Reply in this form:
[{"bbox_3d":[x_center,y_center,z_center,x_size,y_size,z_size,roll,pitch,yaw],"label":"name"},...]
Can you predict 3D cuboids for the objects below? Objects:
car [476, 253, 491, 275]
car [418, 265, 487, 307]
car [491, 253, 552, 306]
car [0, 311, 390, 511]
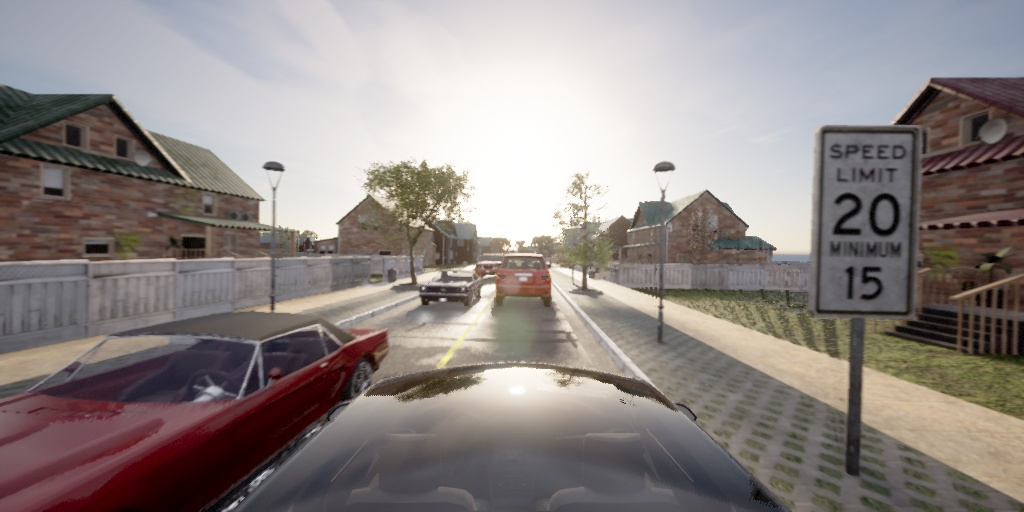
[{"bbox_3d":[-1.689,0.810,30.019,2.150,2.045,5.566,1,0,3],"label":"car"},{"bbox_3d":[-2.365,1.240,14.938,1.895,1.301,4.718,1,0,2],"label":"car"},{"bbox_3d":[0.523,0.915,15.637,2.150,2.045,5.566,1,0,2],"label":"car"},{"bbox_3d":[-2.871,1.290,3.258,1.895,1.301,4.718,1,0,2],"label":"car"}]
